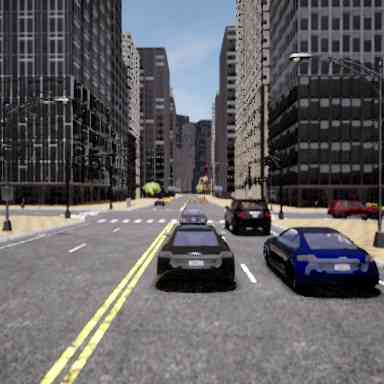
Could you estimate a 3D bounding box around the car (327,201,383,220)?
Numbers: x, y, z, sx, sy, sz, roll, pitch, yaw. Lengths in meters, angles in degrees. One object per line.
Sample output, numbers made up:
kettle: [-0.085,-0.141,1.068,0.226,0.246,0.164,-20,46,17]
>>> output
car: [16.191,1.843,33.443,5.009,1.841,2.192,0,0,1]

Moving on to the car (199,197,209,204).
car: [3.226,2.214,84.228,1.882,1.535,5.008,0,0,0]

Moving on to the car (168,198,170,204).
car: [-6.525,2.209,82.610,1.882,1.535,5.008,0,0,0]

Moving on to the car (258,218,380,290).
car: [3.342,1.653,9.390,1.994,1.385,4.181,0,0,0]

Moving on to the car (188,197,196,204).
car: [-0.024,2.214,84.227,1.882,1.535,5.008,0,0,0]

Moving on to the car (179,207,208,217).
car: [0.093,1.757,22.595,2.033,1.411,5.357,0,-1,0]

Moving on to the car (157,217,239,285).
car: [0.096,1.657,9.823,1.994,1.385,4.181,0,0,0]

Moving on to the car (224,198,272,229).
car: [3.369,1.415,20.814,2.150,2.045,5.566,0,-1,-2]

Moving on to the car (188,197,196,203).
car: [-0.028,2.186,94.645,2.128,1.511,4.902,0,0,0]

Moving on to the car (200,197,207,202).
car: [3.222,2.161,94.646,1.837,1.490,4.892,0,0,0]

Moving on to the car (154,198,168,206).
car: [-6.528,2.162,67.147,1.994,1.385,4.181,0,0,0]
